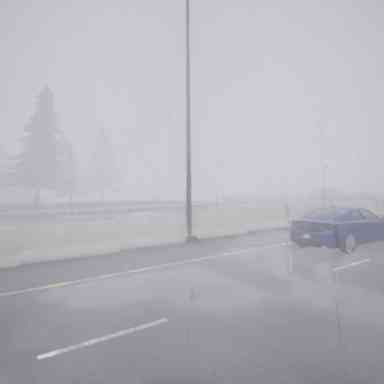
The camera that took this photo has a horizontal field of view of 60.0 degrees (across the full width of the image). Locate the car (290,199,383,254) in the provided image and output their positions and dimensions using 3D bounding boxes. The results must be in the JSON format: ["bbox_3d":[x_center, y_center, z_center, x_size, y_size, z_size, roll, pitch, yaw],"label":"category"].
[{"bbox_3d":[5.782,1.252,12.503,5.008,1.535,1.882,-2,1,-36],"label":"car"}]

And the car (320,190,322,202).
[{"bbox_3d":[19.276,0.757,44.643,5.357,1.411,2.033,-1,1,-37],"label":"car"}]

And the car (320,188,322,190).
[{"bbox_3d":[19.374,0.394,49.068,5.566,2.045,2.150,-1,0,-37],"label":"car"}]

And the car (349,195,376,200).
[{"bbox_3d":[21.388,0.720,41.850,4.674,1.442,1.812,-1,1,-37],"label":"car"}]
